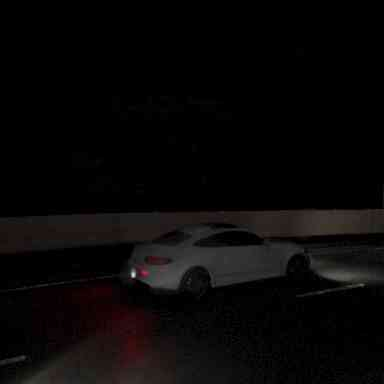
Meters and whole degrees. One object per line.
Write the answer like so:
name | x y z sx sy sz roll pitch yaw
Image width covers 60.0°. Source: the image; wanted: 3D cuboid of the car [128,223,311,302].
car | 0.787 1.496 8.110 4.674 1.442 1.812 0 0 -29
